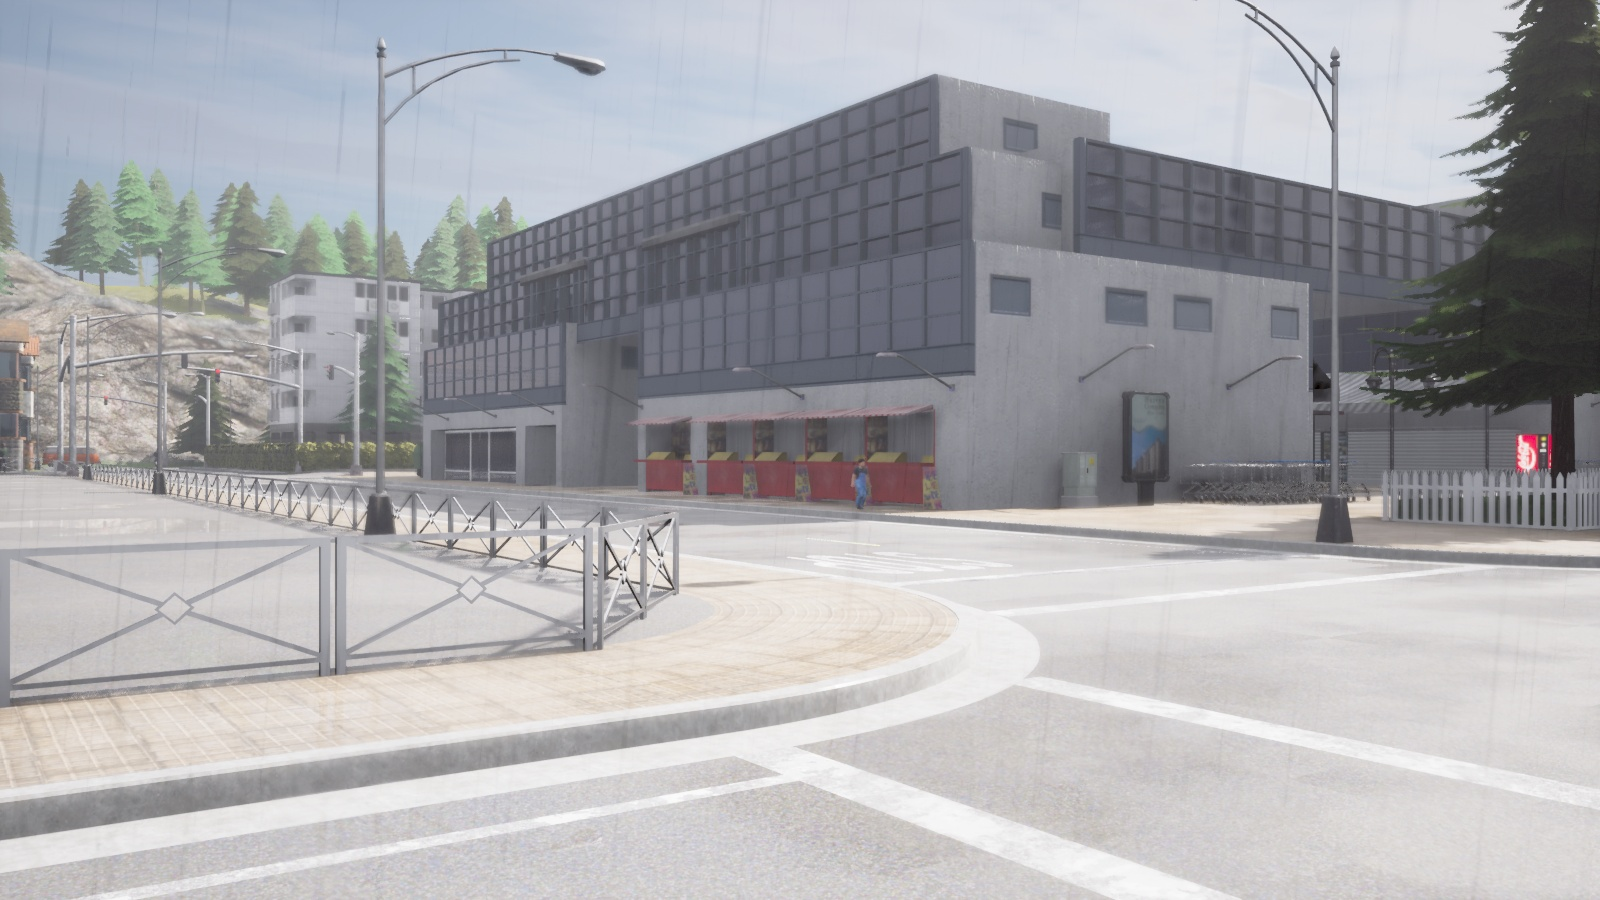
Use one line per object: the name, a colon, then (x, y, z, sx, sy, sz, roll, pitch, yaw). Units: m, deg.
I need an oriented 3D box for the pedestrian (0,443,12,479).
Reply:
pedestrian: (-43.532, 0.611, 68.722, 0.788, 1.949, 0.423, 0, 0, 39)

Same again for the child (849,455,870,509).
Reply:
child: (1.400, 0.739, 29.384, 0.270, 1.263, 0.437, 0, 0, -37)

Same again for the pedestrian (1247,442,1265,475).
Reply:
pedestrian: (26.326, 0.512, 72.508, 0.563, 1.883, 0.849, 0, 0, -36)
